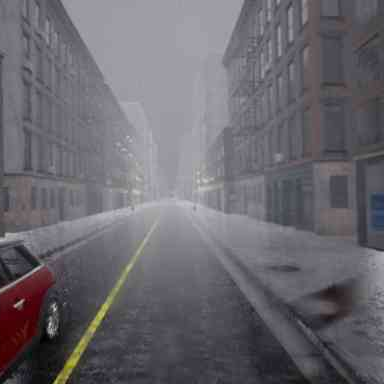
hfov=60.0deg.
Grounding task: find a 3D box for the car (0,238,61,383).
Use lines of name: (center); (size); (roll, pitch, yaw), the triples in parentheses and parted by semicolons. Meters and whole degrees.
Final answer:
car: (-3.105, 1.459, 3.536); (2.097, 1.767, 4.553); (-1, -1, -3)
